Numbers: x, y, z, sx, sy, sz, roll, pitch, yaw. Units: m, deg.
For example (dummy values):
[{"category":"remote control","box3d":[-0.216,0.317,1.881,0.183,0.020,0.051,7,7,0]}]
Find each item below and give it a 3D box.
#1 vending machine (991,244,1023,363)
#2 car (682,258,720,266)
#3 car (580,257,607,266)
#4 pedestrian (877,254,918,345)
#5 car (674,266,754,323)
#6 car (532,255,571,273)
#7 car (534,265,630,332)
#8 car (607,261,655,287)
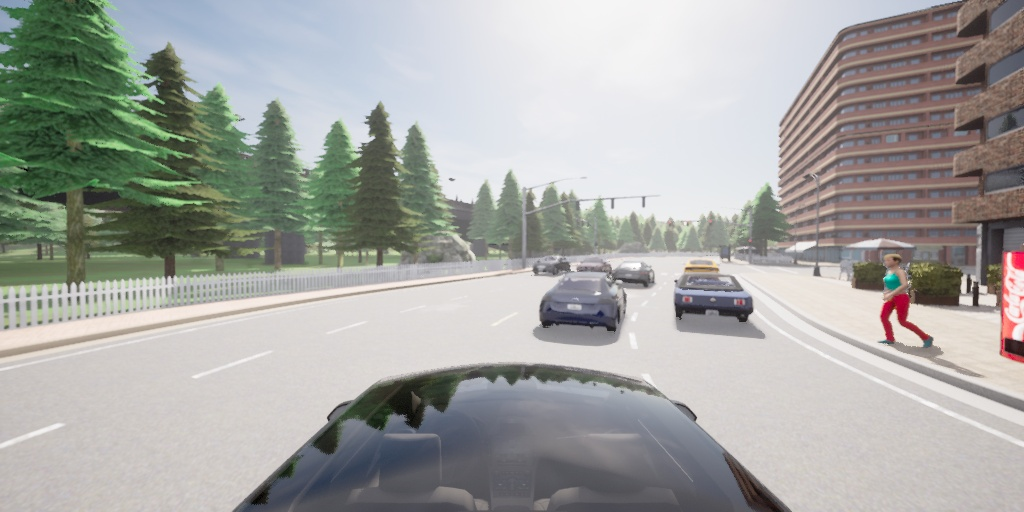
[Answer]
[{"category":"vending machine","box3d":[8.961,0.895,5.793,1.100,2.100,0.880,0,0,15]},{"category":"car","box3d":[11.535,0.869,21.917,1.882,1.535,5.008,1,1,27]},{"category":"car","box3d":[6.322,0.792,27.334,1.812,1.442,4.674,1,1,28]},{"category":"pedestrian","box3d":[7.473,0.812,7.000,0.375,1.860,0.375,1,1,17]},{"category":"car","box3d":[6.228,1.179,11.498,1.895,1.301,4.718,1,1,25]},{"category":"car","box3d":[3.298,0.714,29.098,2.128,1.511,4.902,1,1,28]},{"category":"car","box3d":[2.192,1.150,10.432,1.994,1.385,4.181,1,1,20]},{"category":"car","box3d":[7.128,0.959,20.953,1.994,1.385,4.181,1,1,27]}]
